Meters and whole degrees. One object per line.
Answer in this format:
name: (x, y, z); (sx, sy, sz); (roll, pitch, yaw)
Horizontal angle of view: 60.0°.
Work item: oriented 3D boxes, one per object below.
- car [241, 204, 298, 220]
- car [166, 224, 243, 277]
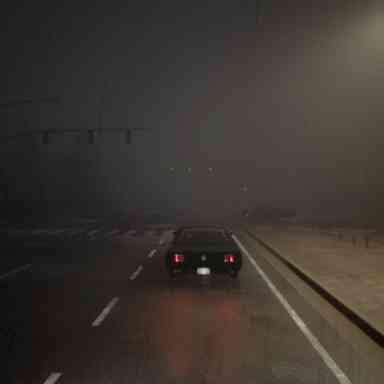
car: (6.828, 1.720, 29.128); (4.718, 1.301, 1.895); (0, 0, -20)
car: (0.336, 1.622, 10.236); (1.895, 1.301, 4.718); (0, 0, 1)
